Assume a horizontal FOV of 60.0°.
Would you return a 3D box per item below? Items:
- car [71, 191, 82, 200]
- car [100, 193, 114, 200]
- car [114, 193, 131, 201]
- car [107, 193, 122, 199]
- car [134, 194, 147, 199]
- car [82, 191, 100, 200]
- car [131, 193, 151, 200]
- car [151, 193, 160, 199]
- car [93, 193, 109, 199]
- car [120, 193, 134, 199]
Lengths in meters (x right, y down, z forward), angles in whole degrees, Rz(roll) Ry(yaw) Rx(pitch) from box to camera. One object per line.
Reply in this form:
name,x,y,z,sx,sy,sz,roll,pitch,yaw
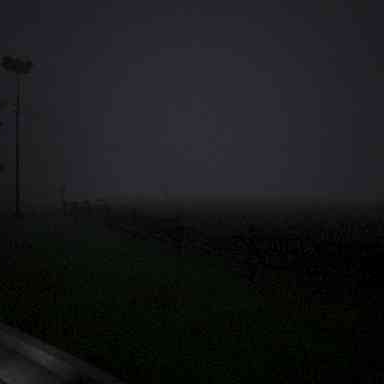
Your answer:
car,-25.035,0.812,74.956,2.150,2.045,5.566,0,0,10
car,-18.076,1.231,74.116,1.895,1.301,4.718,0,0,10
car,-14.711,1.123,73.050,1.882,1.535,5.008,0,0,10
car,-19.730,1.025,84.583,1.895,1.301,4.718,0,0,10
car,-12.843,1.064,83.331,1.895,1.301,4.718,0,0,10
car,-21.592,0.831,74.330,2.150,2.045,5.566,0,0,10
car,-11.189,1.270,72.864,1.895,1.301,4.718,0,0,10
car,-9.404,0.967,82.676,1.882,1.535,5.008,0,0,10
car,-23.178,0.935,85.179,2.128,1.511,4.902,0,0,10
car,-16.286,1.045,83.957,1.895,1.301,4.718,0,0,10
